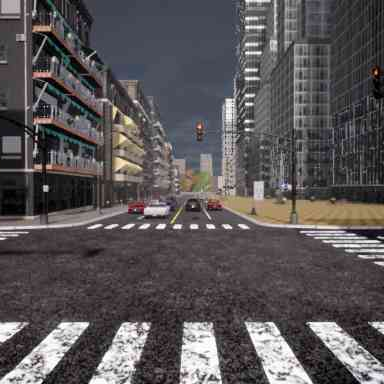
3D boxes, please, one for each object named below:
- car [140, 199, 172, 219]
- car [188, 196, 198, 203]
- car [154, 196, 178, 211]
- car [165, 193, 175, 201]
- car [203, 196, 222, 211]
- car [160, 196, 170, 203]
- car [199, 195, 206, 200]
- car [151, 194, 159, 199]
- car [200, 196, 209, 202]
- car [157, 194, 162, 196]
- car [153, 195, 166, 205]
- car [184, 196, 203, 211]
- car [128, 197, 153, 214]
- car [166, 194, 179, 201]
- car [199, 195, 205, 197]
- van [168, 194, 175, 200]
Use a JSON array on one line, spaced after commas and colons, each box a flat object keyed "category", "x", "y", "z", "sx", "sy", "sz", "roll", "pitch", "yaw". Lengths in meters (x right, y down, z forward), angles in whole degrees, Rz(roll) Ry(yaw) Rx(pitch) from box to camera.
[{"category": "car", "x": -3.063, "y": 1.597, "z": 29.467, "sx": 1.895, "sy": 1.301, "sz": 4.718, "roll": 0, "pitch": 0, "yaw": 0}, {"category": "car", "x": 0.193, "y": 1.603, "z": 69.720, "sx": 1.895, "sy": 1.301, "sz": 4.718, "roll": 0, "pitch": 0, "yaw": 0}, {"category": "car", "x": -3.039, "y": 1.560, "z": 39.528, "sx": 1.994, "sy": 1.385, "sz": 4.181, "roll": 0, "pitch": 0, "yaw": 1}, {"category": "car", "x": -5.599, "y": 1.322, "z": 86.258, "sx": 2.192, "sy": 1.841, "sz": 5.009, "roll": -1, "pitch": 0, "yaw": 0}, {"category": "car", "x": 2.696, "y": 1.541, "z": 41.113, "sx": 1.887, "sy": 1.381, "sz": 4.507, "roll": -1, "pitch": 0, "yaw": 0}, {"category": "car", "x": -5.616, "y": 1.584, "z": 69.311, "sx": 1.802, "sy": 1.307, "sz": 4.206, "roll": -1, "pitch": 0, "yaw": 0}, {"category": "car", "x": 2.759, "y": 1.535, "z": 92.125, "sx": 1.752, "sy": 1.417, "sz": 4.829, "roll": -1, "pitch": 0, "yaw": 0}, {"category": "car", "x": -5.652, "y": 1.436, "z": 41.066, "sx": 1.967, "sy": 1.590, "sz": 4.097, "roll": -1, "pitch": 0, "yaw": 0}, {"category": "car", "x": 2.738, "y": 1.548, "z": 75.007, "sx": 1.887, "sy": 1.381, "sz": 4.507, "roll": -1, "pitch": 0, "yaw": 0}, {"category": "car", "x": -5.640, "y": 1.313, "z": 52.365, "sx": 2.192, "sy": 1.841, "sz": 5.009, "roll": -1, "pitch": 0, "yaw": 0}, {"category": "car", "x": -5.632, "y": 1.439, "z": 58.013, "sx": 1.967, "sy": 1.590, "sz": 4.097, "roll": -1, "pitch": 0, "yaw": 0}, {"category": "car", "x": 0.146, "y": 1.521, "z": 41.312, "sx": 1.812, "sy": 1.442, "sz": 4.674, "roll": 0, "pitch": 0, "yaw": 0}, {"category": "car", "x": -5.658, "y": 1.540, "z": 35.417, "sx": 1.887, "sy": 1.381, "sz": 4.507, "roll": -1, "pitch": 0, "yaw": 0}, {"category": "car", "x": -3.028, "y": 1.502, "z": 49.709, "sx": 1.837, "sy": 1.490, "sz": 4.892, "roll": 0, "pitch": 0, "yaw": 0}, {"category": "car", "x": 2.724, "y": 1.551, "z": 63.709, "sx": 2.008, "sy": 1.369, "sz": 4.403, "roll": -1, "pitch": 0, "yaw": 0}, {"category": "van", "x": -5.591, "y": 1.351, "z": 91.906, "sx": 1.690, "sy": 1.788, "sz": 3.998, "roll": -1, "pitch": 0, "yaw": 0}]
